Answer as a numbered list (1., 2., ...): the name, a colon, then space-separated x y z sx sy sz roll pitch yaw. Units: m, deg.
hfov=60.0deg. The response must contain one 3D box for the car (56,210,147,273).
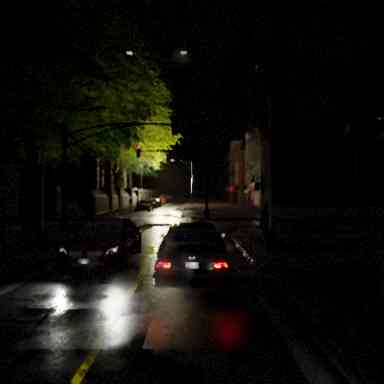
1. car: -2.763 1.531 10.872 1.812 1.442 4.674 0 0 0

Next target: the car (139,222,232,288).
1. car: 0.016 1.553 9.341 2.033 1.411 5.357 0 0 0

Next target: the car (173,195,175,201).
1. car: -5.890 1.629 83.784 1.967 1.590 4.097 1 0 0

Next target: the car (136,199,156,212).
1. car: -5.571 1.568 40.472 1.752 1.417 4.829 1 0 0

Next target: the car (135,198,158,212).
1. car: -5.531 1.590 38.498 2.008 1.369 4.403 1 0 0

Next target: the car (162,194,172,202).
1. car: -5.747 1.430 67.435 2.192 1.841 5.009 1 0 0

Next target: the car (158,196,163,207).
1. car: -5.565 1.603 45.634 2.008 1.369 4.403 1 0 0

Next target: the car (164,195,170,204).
1. car: -5.706 1.678 61.984 1.802 1.307 4.206 1 0 0

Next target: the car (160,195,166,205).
1. car: -5.612 1.630 51.084 1.947 1.339 4.313 1 0 0
